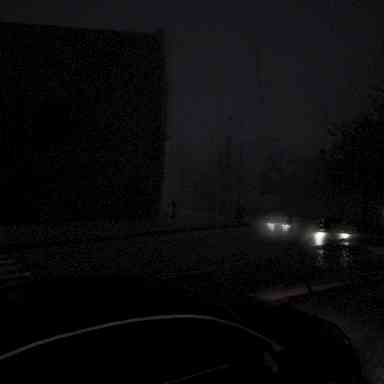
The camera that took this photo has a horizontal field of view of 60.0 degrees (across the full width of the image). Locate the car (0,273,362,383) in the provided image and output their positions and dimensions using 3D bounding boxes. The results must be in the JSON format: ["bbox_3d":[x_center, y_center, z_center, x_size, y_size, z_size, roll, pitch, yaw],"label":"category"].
[{"bbox_3d":[-0.541,1.512,2.806,4.892,1.490,1.837,1,-1,-33],"label":"car"}]

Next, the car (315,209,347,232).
[{"bbox_3d":[9.962,1.959,24.065,1.882,1.535,5.008,3,-2,18],"label":"car"}]

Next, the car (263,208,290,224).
[{"bbox_3d":[7.957,2.221,31.516,1.994,1.385,4.181,3,-2,3],"label":"car"}]
